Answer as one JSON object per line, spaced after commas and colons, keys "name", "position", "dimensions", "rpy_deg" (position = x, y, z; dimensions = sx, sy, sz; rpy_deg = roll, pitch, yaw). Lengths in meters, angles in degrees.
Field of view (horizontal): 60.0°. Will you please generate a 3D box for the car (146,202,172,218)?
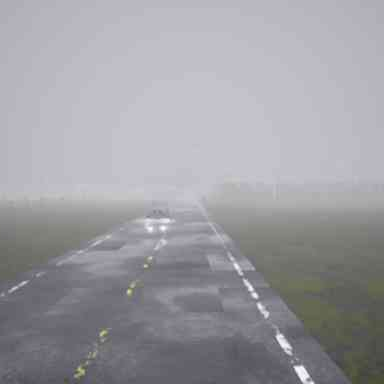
{"name": "car", "position": [-2.859, 1.539, 29.423], "dimensions": [1.994, 1.385, 4.181], "rpy_deg": [0, 0, 0]}
